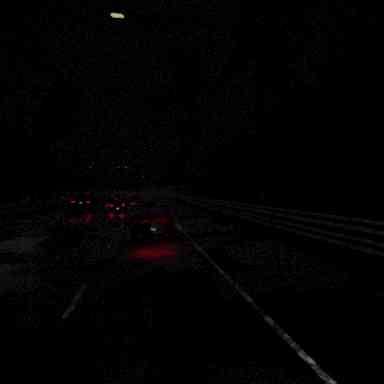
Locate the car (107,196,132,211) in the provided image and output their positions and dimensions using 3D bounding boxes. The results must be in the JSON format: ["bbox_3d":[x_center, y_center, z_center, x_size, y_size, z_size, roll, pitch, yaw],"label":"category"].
[{"bbox_3d":[-8.488,1.490,39.017,1.895,1.301,4.718,-1,0,-7],"label":"car"}]

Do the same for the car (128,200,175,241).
[{"bbox_3d":[-1.955,1.394,16.434,1.882,1.535,5.008,-1,1,-8],"label":"car"}]

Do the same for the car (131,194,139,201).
[{"bbox_3d":[-11.539,1.213,67.434,1.837,1.490,4.892,-1,0,-5],"label":"car"}]

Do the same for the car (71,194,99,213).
[{"bbox_3d":[-11.697,1.199,36.600,2.150,2.045,5.566,-1,0,-7],"label":"car"}]

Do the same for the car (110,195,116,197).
[{"bbox_3d":[-14.480,1.365,61.644,1.812,1.442,4.674,-1,0,-6],"label":"car"}]

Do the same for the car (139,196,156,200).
[{"bbox_3d":[-4.687,1.343,37.279,1.812,1.442,4.674,-1,1,-7],"label":"car"}]
